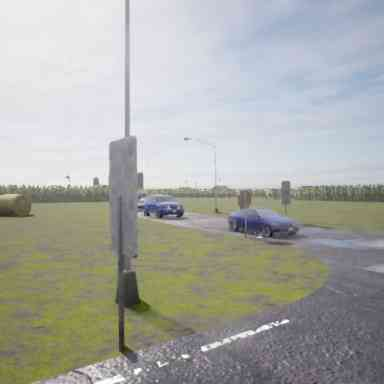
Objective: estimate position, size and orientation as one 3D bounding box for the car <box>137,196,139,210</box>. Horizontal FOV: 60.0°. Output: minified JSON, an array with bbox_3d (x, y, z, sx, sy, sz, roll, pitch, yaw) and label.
[{"bbox_3d":[-6.962,1.620,40.763,2.033,1.411,5.357,-1,0,-19],"label":"car"}]

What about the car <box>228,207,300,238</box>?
[{"bbox_3d":[3.739,1.551,18.290,1.812,1.442,4.674,-1,0,-28],"label":"car"}]

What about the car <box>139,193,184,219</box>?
[{"bbox_3d":[-2.684,1.278,30.249,2.150,2.045,5.566,-1,0,-26],"label":"car"}]
